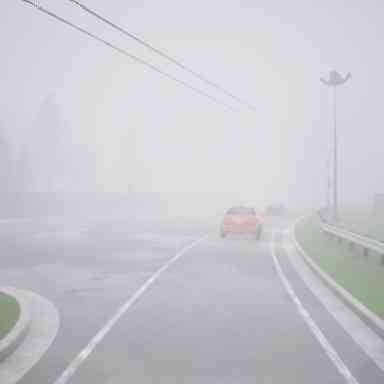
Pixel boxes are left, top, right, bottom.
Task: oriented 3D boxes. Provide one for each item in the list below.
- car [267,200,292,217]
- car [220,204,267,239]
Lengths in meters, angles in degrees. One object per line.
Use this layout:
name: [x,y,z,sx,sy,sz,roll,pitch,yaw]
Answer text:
car: [9.340,1.877,36.386,1.882,1.535,5.008,0,-1,23]
car: [2.970,1.553,18.963,2.097,1.767,4.553,0,-1,14]
